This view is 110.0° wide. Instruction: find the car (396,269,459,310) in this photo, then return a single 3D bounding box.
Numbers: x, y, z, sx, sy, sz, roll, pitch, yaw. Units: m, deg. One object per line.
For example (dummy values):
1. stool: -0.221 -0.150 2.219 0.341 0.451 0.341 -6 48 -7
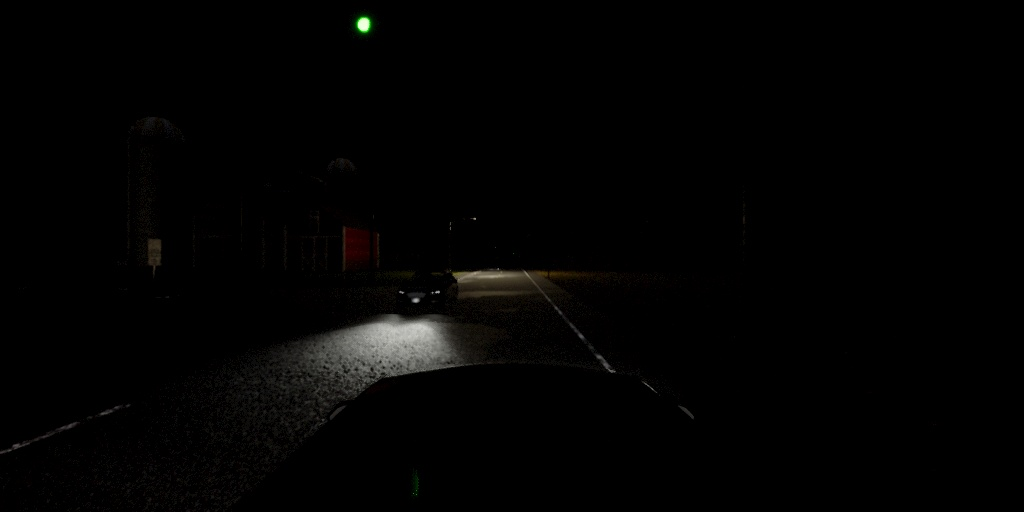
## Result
1. car: -3.446 1.343 15.328 2.128 1.511 4.902 0 0 0
